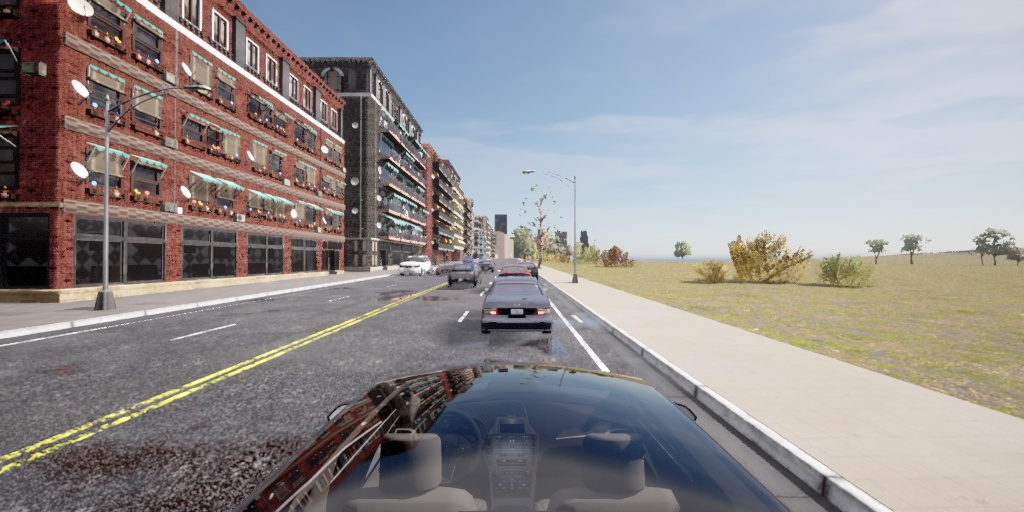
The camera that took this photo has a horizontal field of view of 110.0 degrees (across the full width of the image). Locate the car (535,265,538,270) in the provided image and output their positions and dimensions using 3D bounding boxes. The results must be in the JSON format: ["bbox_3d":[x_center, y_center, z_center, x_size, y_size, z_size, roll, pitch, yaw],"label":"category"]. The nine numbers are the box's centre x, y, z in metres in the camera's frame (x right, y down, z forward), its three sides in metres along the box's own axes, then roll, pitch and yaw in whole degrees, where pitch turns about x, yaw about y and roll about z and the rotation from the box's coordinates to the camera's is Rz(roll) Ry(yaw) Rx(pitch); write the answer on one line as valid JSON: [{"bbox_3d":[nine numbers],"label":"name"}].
[{"bbox_3d":[1.204,1.238,30.584,1.882,1.535,5.008,0,0,0],"label":"car"}]

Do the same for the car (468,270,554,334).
[{"bbox_3d":[0.119,1.301,10.607,2.033,1.411,5.357,0,0,0],"label":"car"}]

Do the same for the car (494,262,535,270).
[{"bbox_3d":[0.147,1.235,21.147,1.882,1.535,5.008,0,0,0],"label":"car"}]

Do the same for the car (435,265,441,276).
[{"bbox_3d":[-6.521,1.326,36.721,1.994,1.385,4.181,0,0,0],"label":"car"}]

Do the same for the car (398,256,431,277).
[{"bbox_3d":[-9.771,0.983,36.509,2.150,2.045,5.566,0,0,0],"label":"car"}]

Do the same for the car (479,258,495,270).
[{"bbox_3d":[-3.051,1.290,44.245,1.812,1.442,4.674,0,-1,0],"label":"car"}]

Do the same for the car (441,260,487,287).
[{"bbox_3d":[-3.099,1.249,24.219,2.128,1.511,4.902,0,0,0],"label":"car"}]
